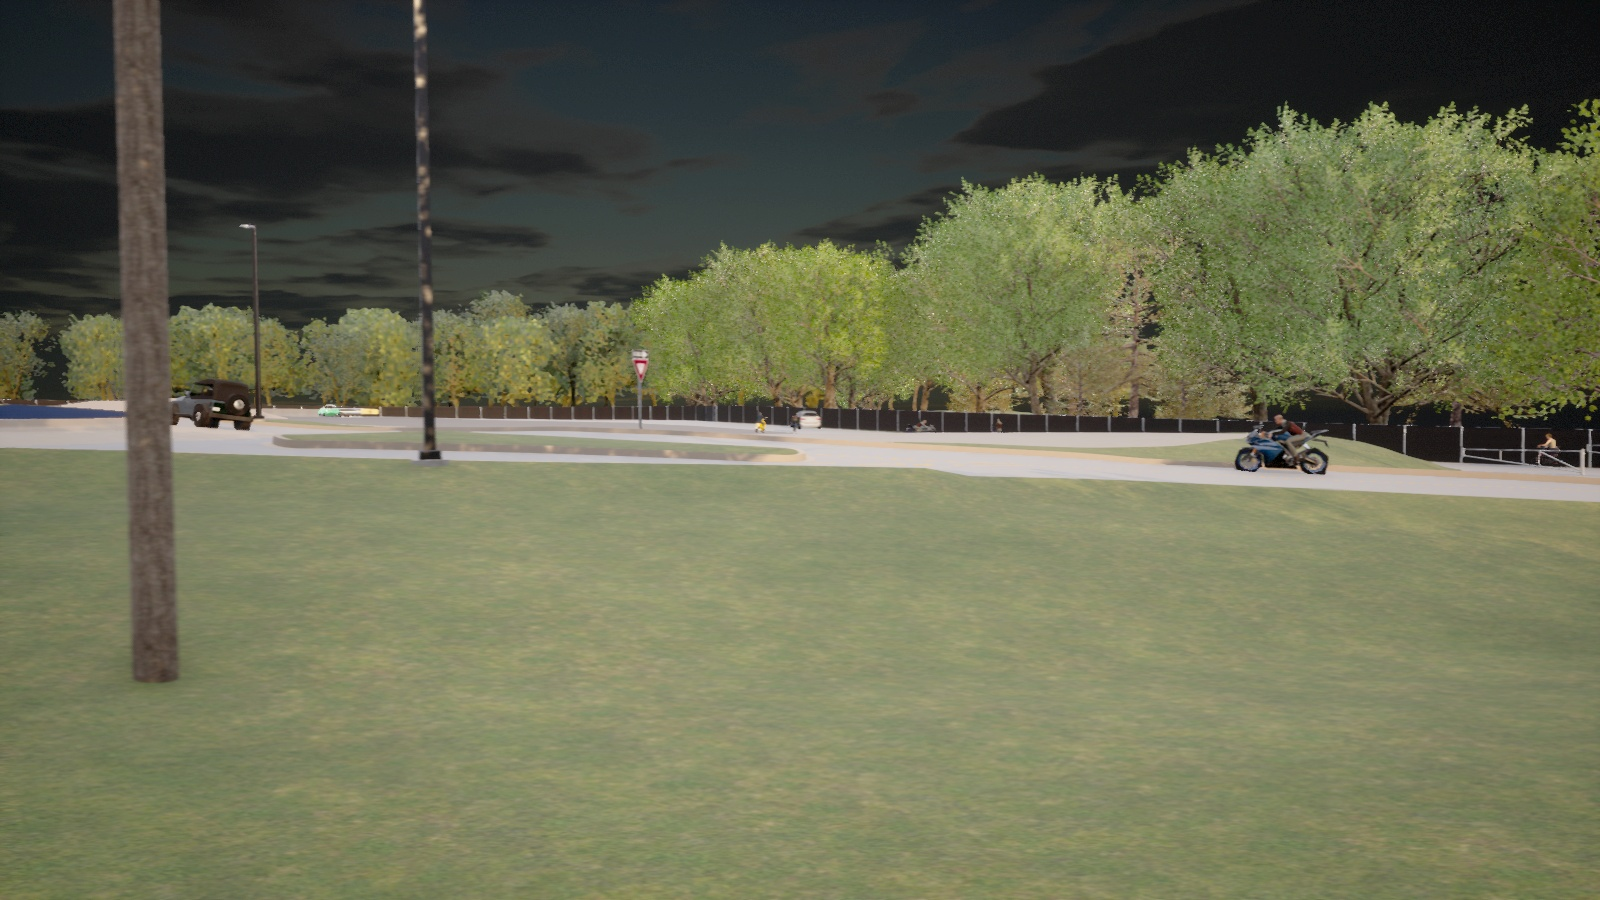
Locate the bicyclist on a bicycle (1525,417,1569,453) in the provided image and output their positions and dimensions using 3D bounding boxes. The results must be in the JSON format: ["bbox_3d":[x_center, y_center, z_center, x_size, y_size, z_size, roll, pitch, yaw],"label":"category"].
[{"bbox_3d":[34.511,-0.702,58.050,0.866,1.612,1.509,-3,2,-25],"label":"bicyclist on a bicycle"}]

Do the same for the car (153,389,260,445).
[{"bbox_3d":[-22.406,-1.219,47.384,3.866,1.878,1.905,1,-4,37],"label":"car"}]

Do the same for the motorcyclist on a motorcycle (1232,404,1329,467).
[{"bbox_3d":[12.163,-0.380,31.831,2.191,1.530,0.866,1,2,15],"label":"motorcyclist on a motorcycle"}]
